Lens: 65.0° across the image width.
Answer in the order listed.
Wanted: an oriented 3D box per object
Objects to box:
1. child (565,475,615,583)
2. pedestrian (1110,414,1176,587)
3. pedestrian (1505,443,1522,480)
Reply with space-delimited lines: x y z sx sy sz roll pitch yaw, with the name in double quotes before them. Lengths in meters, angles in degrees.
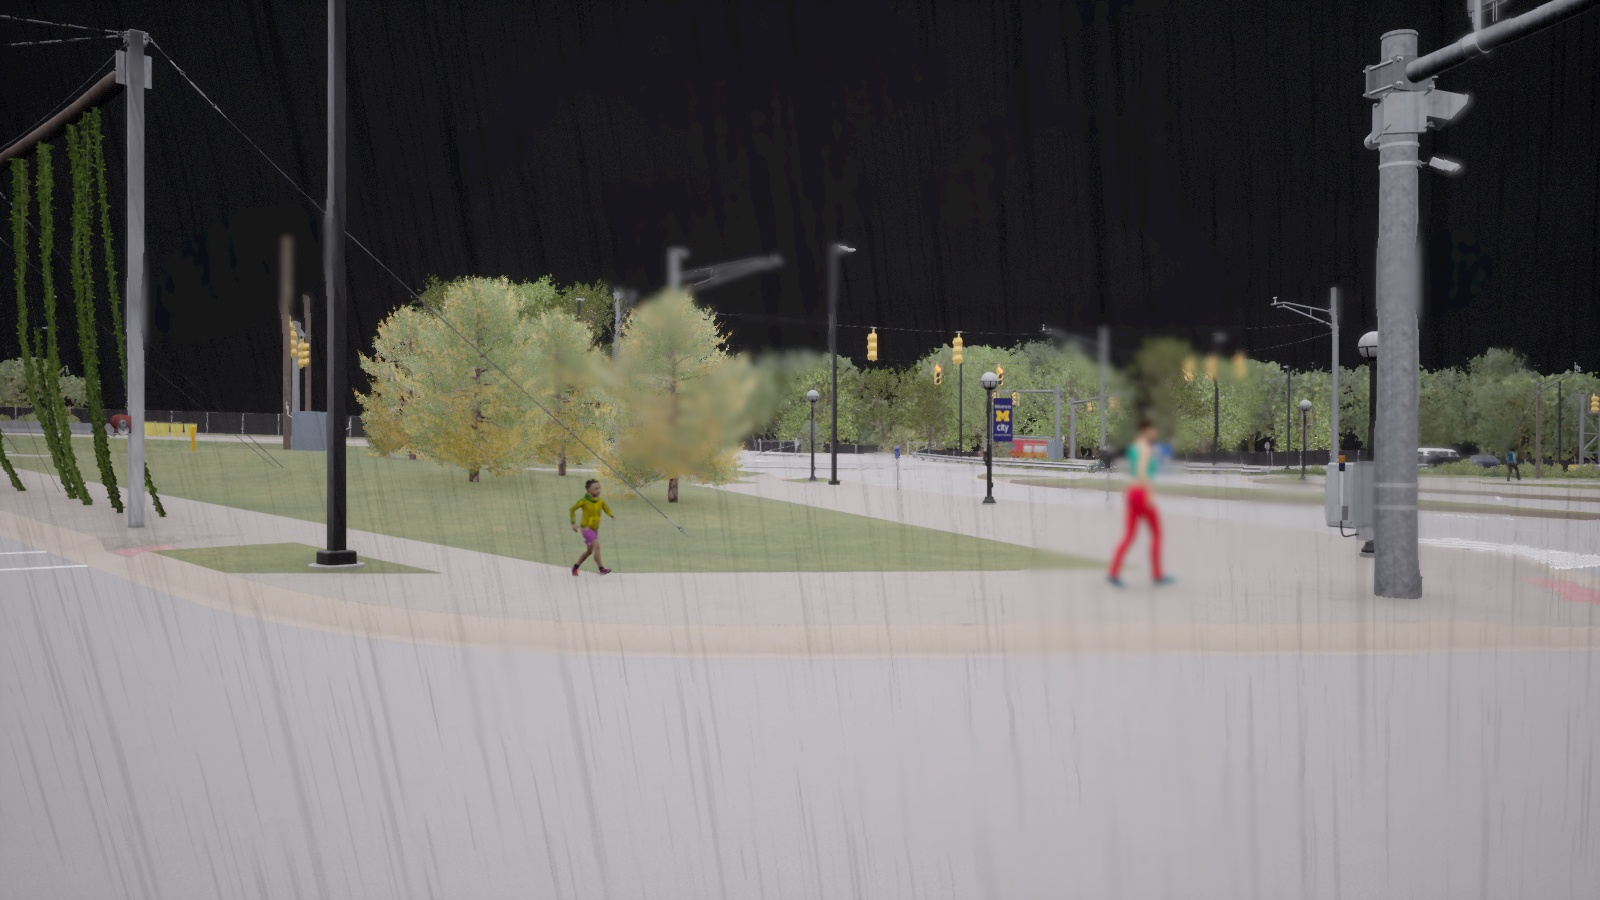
"child" -2.332 0.867 13.952 0.473 1.160 0.299 0 0 35
"pedestrian" 3.682 0.531 13.504 0.594 1.836 0.345 0 0 -10
"pedestrian" 37.524 0.587 66.062 0.692 1.930 0.396 0 0 -18
